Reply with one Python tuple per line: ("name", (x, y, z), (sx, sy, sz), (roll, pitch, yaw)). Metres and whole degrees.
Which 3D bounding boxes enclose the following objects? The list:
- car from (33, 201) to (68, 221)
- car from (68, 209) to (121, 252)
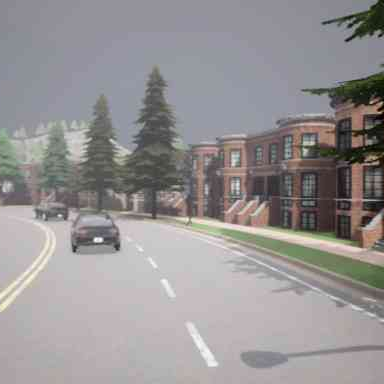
("car", (-11.746, 1.558, 27.667), (1.837, 1.490, 4.892), (1, 0, -39))
("car", (-4.190, 1.576, 14.229), (1.812, 1.442, 4.674), (1, 0, -20))
